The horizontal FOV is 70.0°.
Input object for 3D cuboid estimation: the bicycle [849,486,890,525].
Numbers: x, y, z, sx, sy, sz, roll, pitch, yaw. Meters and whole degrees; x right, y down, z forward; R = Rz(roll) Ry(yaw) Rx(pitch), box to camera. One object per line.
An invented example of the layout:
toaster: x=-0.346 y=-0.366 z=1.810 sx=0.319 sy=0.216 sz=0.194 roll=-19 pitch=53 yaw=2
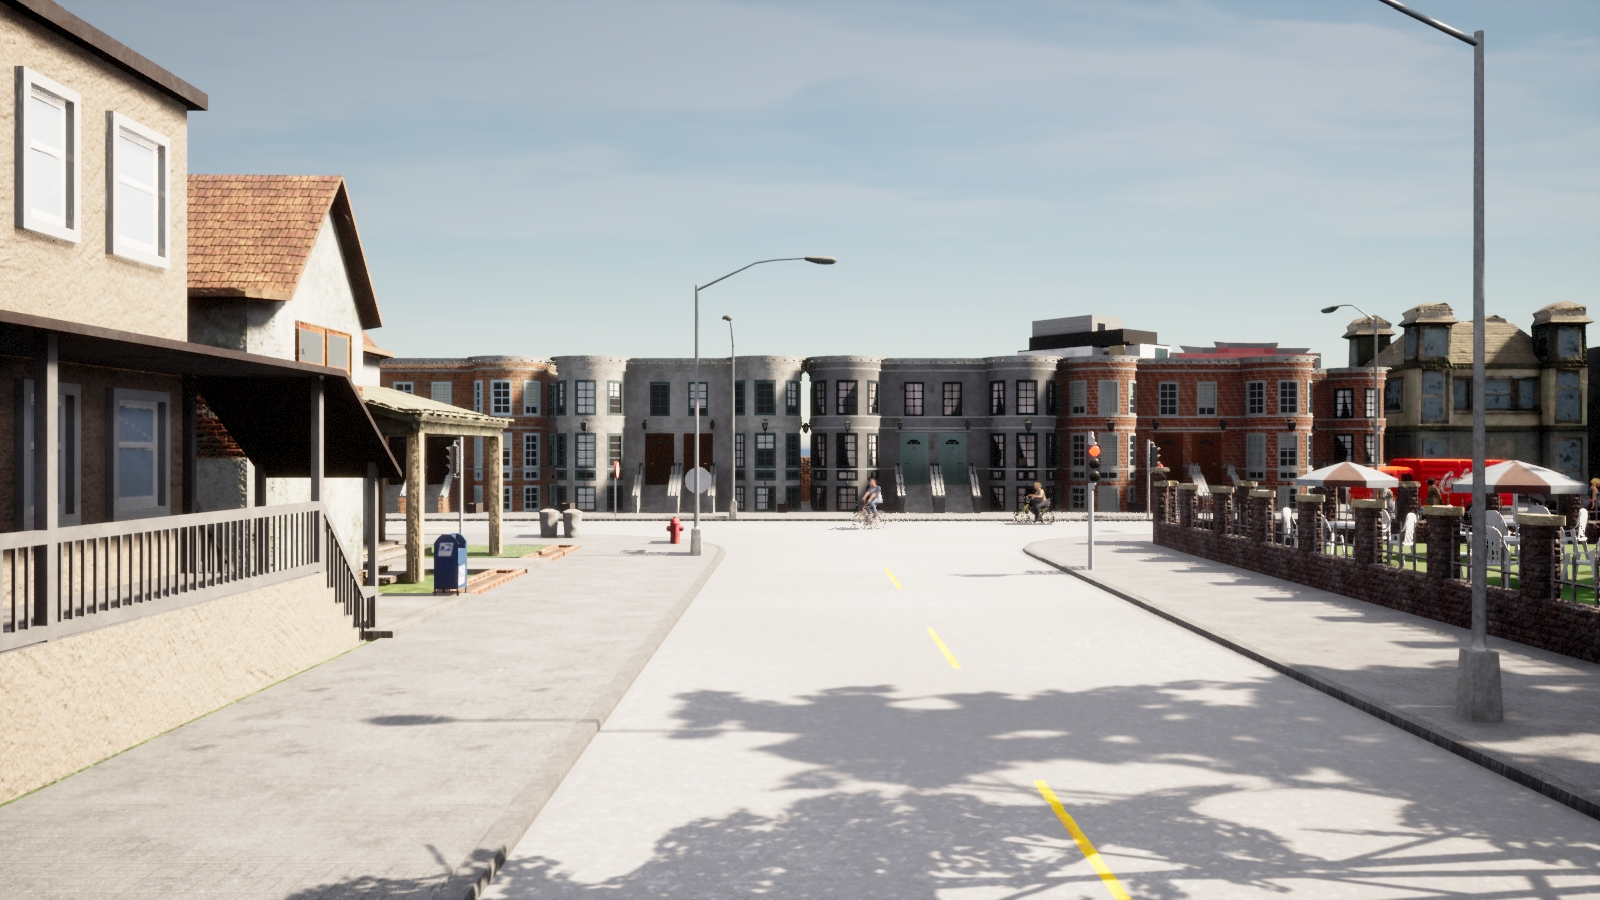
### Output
bicycle: x=2.435 y=1.936 z=39.960 sx=1.643 sy=1.296 sz=0.373 roll=-1 pitch=2 yaw=-42

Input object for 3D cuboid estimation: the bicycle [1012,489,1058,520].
bicycle: x=8.754 y=2.034 z=42.653 sx=1.487 sy=1.080 sz=0.859 roll=2 pitch=0 yaw=-3

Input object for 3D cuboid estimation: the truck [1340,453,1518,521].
truck: x=23.419 y=1.345 z=42.737 sx=5.204 sy=2.467 sz=2.627 roll=0 pitch=0 yaw=0

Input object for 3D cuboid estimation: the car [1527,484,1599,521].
car: x=30.170 y=1.935 z=42.745 sx=4.718 sy=1.301 sz=1.895 roll=0 pitch=0 yaw=0

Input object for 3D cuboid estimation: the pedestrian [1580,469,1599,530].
pedestrian: x=24.428 y=1.524 z=35.306 sx=0.375 sy=1.860 sz=0.375 roll=0 pitch=0 yaw=3

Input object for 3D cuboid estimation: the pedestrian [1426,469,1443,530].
pedestrian: x=19.554 y=1.518 z=35.205 sx=0.375 sy=1.860 sz=0.375 roll=0 pitch=0 yaw=12
